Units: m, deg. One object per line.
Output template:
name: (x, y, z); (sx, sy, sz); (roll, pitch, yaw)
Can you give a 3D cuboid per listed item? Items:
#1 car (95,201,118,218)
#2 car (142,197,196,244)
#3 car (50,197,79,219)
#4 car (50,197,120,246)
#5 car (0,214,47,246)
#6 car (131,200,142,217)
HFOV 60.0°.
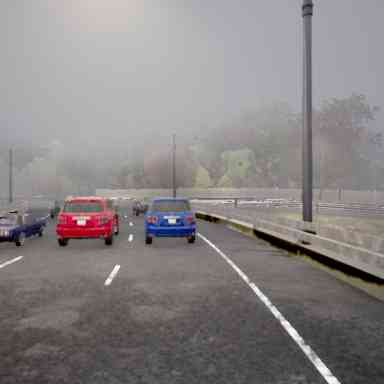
car: (-7.977, 1.571, 30.804); (1.994, 1.385, 4.181); (0, 0, -16)
car: (-1.171, 1.256, 15.959); (2.150, 2.045, 5.566); (0, 0, -8)
car: (-11.327, 1.364, 29.790); (2.097, 1.767, 4.553); (0, 0, -16)
car: (-4.635, 1.256, 15.460); (2.150, 2.045, 5.566); (0, 0, -8)
car: (-8.099, 1.614, 14.961); (1.895, 1.301, 4.718); (0, 0, -8)
car: (-4.619, 1.515, 31.790); (1.837, 1.490, 4.892); (0, 0, -16)
